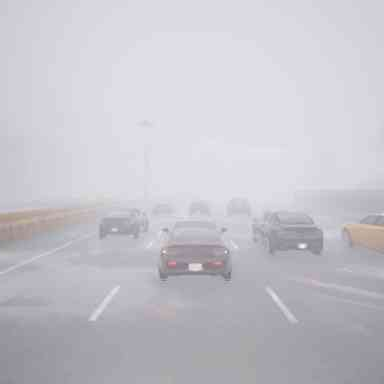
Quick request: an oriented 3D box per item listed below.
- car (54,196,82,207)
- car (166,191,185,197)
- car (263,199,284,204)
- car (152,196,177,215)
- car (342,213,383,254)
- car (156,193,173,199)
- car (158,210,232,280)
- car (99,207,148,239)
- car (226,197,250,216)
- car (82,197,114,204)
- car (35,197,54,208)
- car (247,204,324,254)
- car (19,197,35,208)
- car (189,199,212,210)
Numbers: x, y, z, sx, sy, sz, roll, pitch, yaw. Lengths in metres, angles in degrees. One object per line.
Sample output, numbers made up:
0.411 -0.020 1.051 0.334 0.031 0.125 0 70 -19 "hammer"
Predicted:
-15.452 1.389 43.313 1.837 1.490 4.892 0 0 10 "car"
-3.691 0.651 82.541 2.150 2.045 5.566 0 0 23 "car"
7.923 1.438 32.207 1.812 1.442 4.674 0 0 6 "car"
-2.621 1.439 32.159 1.812 1.442 4.674 0 0 5 "car"
7.098 1.445 11.734 1.882 1.535 5.008 0 0 0 "car"
-6.862 0.961 84.026 2.033 1.411 5.357 0 0 23 "car"
0.087 1.499 9.757 1.812 1.442 4.674 0 0 0 "car"
-3.373 1.480 16.851 1.812 1.442 4.674 0 0 0 "car"
4.293 1.268 30.937 2.097 1.767 4.553 0 0 5 "car"
-11.855 1.374 43.636 2.128 1.511 4.902 0 0 10 "car"
-18.669 1.356 45.304 1.882 1.535 5.008 0 0 10 "car"
3.606 1.471 13.234 1.837 1.490 4.892 0 1 0 "car"
-22.023 1.401 46.428 1.812 1.442 4.674 0 0 10 "car"
0.804 1.421 31.231 1.837 1.490 4.892 0 0 5 "car"
